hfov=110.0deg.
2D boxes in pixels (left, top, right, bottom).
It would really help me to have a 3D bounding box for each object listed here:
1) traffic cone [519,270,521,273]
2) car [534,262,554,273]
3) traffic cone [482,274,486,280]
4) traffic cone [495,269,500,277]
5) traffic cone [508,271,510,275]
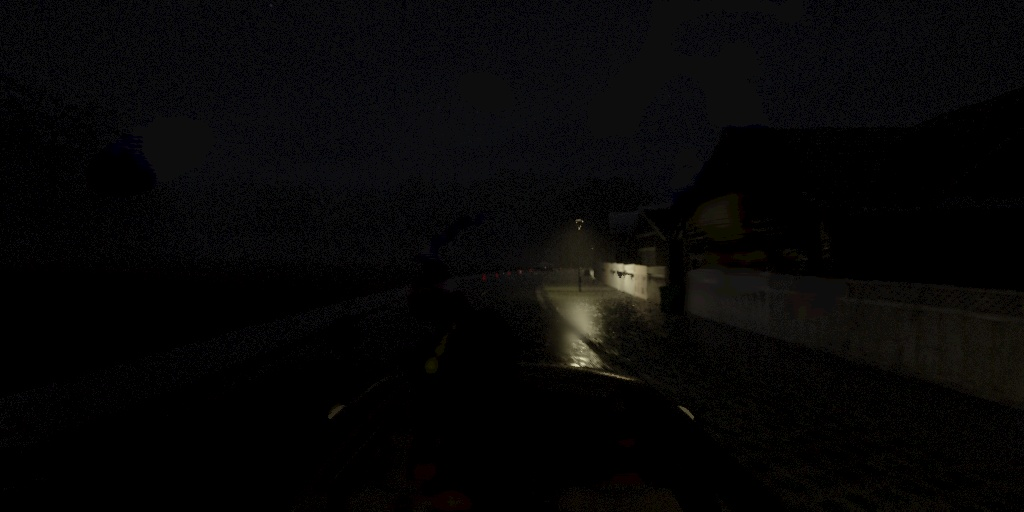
[{"bbox_3d":[1.070,2.018,47.615,0.340,0.580,0.340,0,0,18],"label":"traffic cone"},{"bbox_3d":[4.651,1.566,51.427,1.882,1.535,5.008,-1,-1,21],"label":"car"},{"bbox_3d":[-2.540,1.856,32.723,0.340,0.580,0.340,0,0,14],"label":"traffic cone"},{"bbox_3d":[-1.575,1.906,37.741,0.340,0.580,0.340,0,0,12],"label":"traffic cone"},{"bbox_3d":[-0.366,1.963,42.708,0.340,0.580,0.340,0,0,15],"label":"traffic cone"}]
